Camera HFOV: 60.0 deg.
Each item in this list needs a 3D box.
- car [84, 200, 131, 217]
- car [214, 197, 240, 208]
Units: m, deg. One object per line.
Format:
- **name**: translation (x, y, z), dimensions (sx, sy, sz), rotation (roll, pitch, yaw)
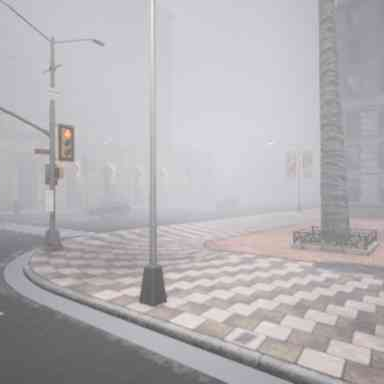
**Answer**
- **car**: translation (-7.811, 1.526, 31.274), dimensions (1.812, 1.442, 4.674), rotation (0, 0, 39)
- **car**: translation (4.968, 1.504, 47.293), dimensions (1.837, 1.490, 4.892), rotation (0, 0, 39)
